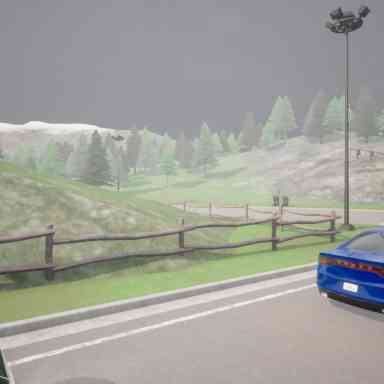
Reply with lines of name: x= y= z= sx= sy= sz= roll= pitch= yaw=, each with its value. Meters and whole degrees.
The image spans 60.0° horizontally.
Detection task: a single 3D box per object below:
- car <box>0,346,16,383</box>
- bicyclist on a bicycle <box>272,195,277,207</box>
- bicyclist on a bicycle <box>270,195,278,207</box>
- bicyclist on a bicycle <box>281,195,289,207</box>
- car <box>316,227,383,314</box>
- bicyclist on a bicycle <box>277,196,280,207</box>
car: x=-3.271 y=1.352 z=1.479 sx=4.553 sy=1.767 sz=2.097 roll=0 pitch=0 yaw=-35
bicyclist on a bicycle: x=12.183 y=1.302 z=47.428 sx=0.582 sy=1.620 sz=1.656 roll=0 pitch=0 yaw=34
bicyclist on a bicycle: x=11.815 y=1.302 z=47.680 sx=0.582 sy=1.620 sz=1.656 roll=0 pitch=0 yaw=34
bicyclist on a bicycle: x=13.282 y=1.302 z=46.668 sx=0.582 sy=1.620 sz=1.656 roll=0 pitch=0 yaw=35
car: x=4.760 y=1.478 z=7.081 sx=5.008 sy=1.535 sz=1.882 roll=0 pitch=0 yaw=-34
bicyclist on a bicycle: x=12.916 y=1.302 z=46.922 sx=0.582 sy=1.620 sz=1.656 roll=0 pitch=0 yaw=35
